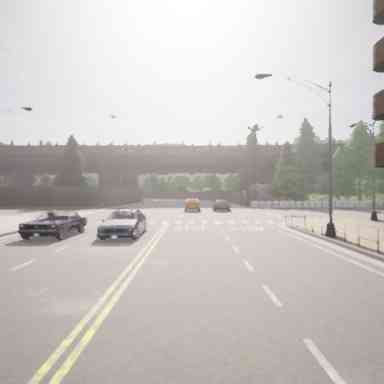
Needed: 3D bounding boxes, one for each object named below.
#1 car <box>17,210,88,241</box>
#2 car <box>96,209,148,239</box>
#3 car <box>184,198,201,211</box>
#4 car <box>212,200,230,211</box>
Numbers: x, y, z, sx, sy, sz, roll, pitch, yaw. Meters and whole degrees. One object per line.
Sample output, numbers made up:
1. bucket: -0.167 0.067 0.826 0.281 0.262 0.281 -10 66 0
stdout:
1. car: -7.017 1.641 17.227 1.895 1.301 4.718 0 0 0
2. car: -3.514 1.644 17.693 2.033 1.411 5.357 0 0 0
3. car: 0.063 1.537 41.347 1.882 1.535 5.008 0 0 0
4. car: 3.564 1.615 40.929 1.994 1.385 4.181 0 0 0
